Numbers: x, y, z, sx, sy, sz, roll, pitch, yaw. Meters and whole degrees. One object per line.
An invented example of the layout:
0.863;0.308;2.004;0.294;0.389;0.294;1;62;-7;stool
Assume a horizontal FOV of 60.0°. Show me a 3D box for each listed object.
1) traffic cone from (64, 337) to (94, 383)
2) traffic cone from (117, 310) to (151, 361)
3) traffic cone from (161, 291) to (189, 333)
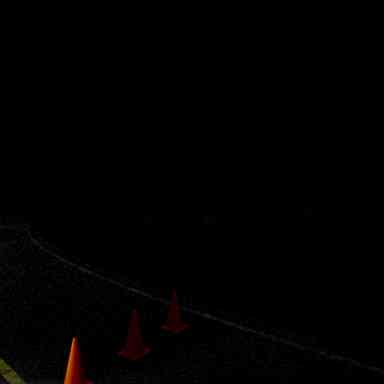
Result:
-1.318;1.945;3.762;0.340;0.580;0.340;1;1;31;traffic cone
-0.800;1.938;4.613;0.340;0.580;0.340;1;1;31;traffic cone
-0.281;1.931;5.464;0.340;0.580;0.340;1;1;31;traffic cone
